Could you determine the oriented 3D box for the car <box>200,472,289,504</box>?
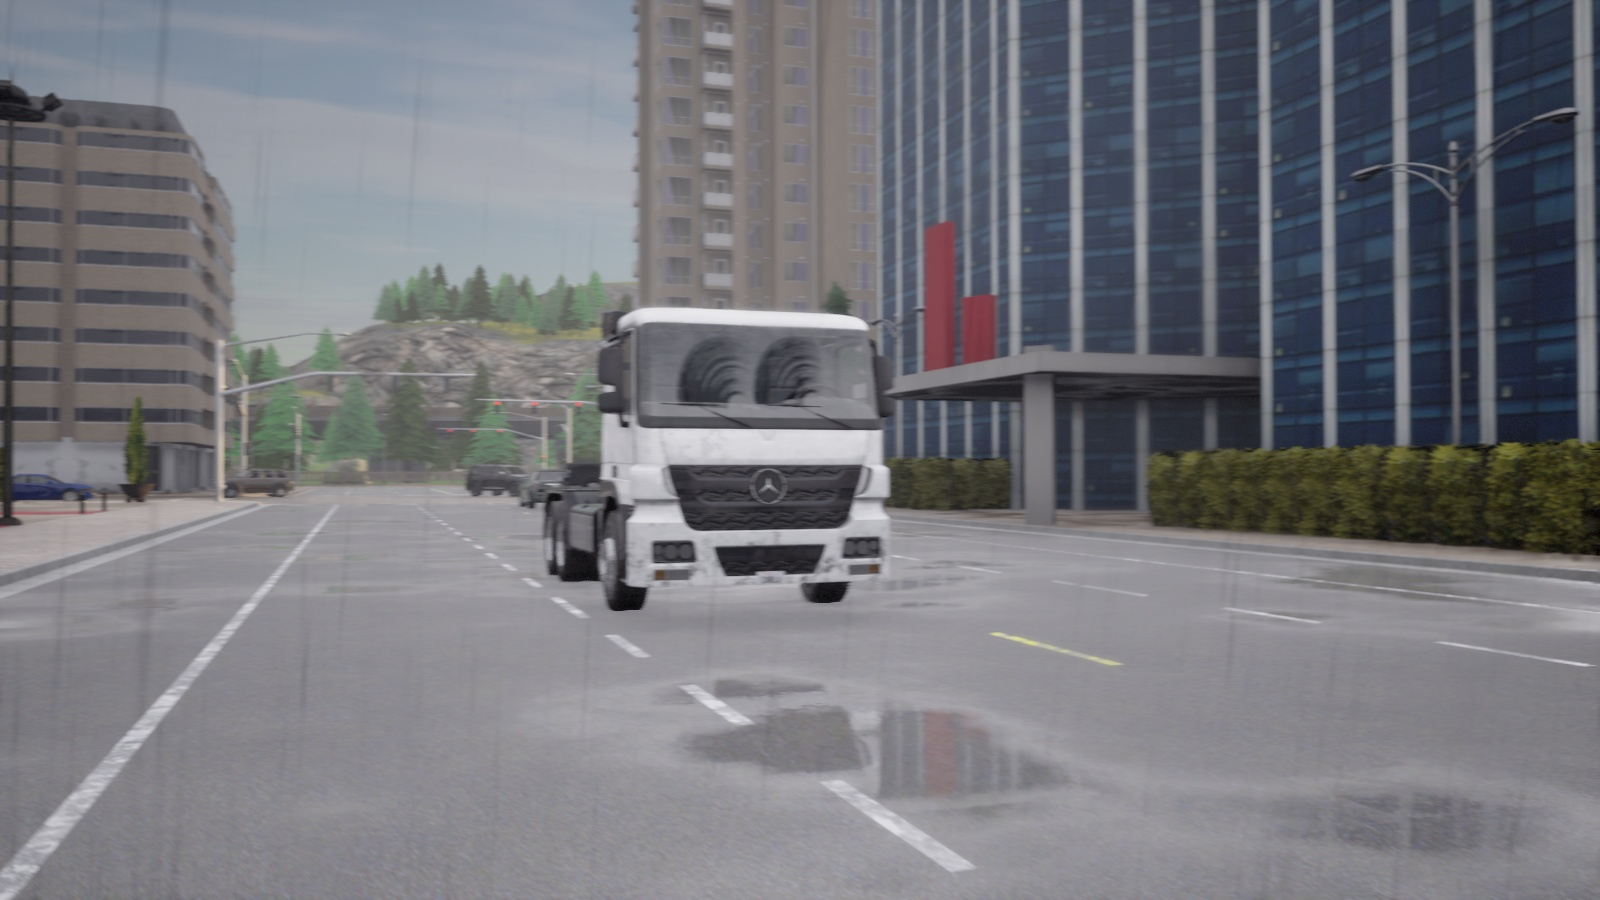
[{"bbox_3d":[-33.814,2.275,76.538,4.605,1.855,1.932,0,-1,-39],"label":"car"}]

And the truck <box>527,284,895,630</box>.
[{"bbox_3d":[-1.670,0.136,16.782,2.891,3.462,7.936,0,-1,-19],"label":"truck"}]

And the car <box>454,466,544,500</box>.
[{"bbox_3d":[-18.943,2.071,78.977,5.566,2.045,2.150,-1,-1,30],"label":"car"}]

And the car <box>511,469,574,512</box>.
[{"bbox_3d":[-11.238,1.718,54.633,2.097,1.767,4.553,0,-1,-19],"label":"car"}]

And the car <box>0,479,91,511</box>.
[{"bbox_3d":[-38.683,2.256,63.157,5.008,1.535,1.882,0,-1,-19],"label":"car"}]

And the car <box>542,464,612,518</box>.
[{"bbox_3d":[-8.191,1.475,45.945,1.905,1.878,3.866,0,-1,-19],"label":"car"}]
